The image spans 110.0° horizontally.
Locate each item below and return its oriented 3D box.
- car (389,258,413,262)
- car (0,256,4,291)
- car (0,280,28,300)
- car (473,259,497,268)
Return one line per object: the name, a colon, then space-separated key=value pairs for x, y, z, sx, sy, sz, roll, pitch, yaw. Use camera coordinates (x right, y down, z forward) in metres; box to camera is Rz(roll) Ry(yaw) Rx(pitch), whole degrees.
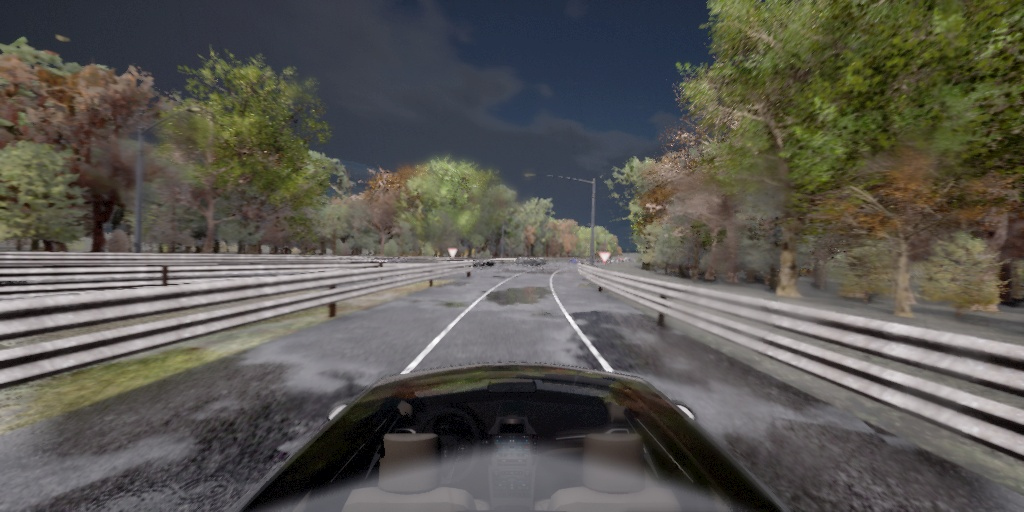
car: x=-11.425 y=0.946 z=37.538 sx=1.994 sy=1.385 sz=4.181 roll=2 pitch=0 yaw=24
car: x=-22.509 y=0.666 z=12.859 sx=1.812 sy=1.442 sz=4.674 roll=2 pitch=0 yaw=24
car: x=-19.319 y=0.776 z=11.424 sx=1.812 sy=1.442 sz=4.674 roll=2 pitch=0 yaw=24
car: x=-4.034 y=1.129 z=53.993 sx=1.895 sy=1.301 sz=4.718 roll=2 pitch=0 yaw=24
